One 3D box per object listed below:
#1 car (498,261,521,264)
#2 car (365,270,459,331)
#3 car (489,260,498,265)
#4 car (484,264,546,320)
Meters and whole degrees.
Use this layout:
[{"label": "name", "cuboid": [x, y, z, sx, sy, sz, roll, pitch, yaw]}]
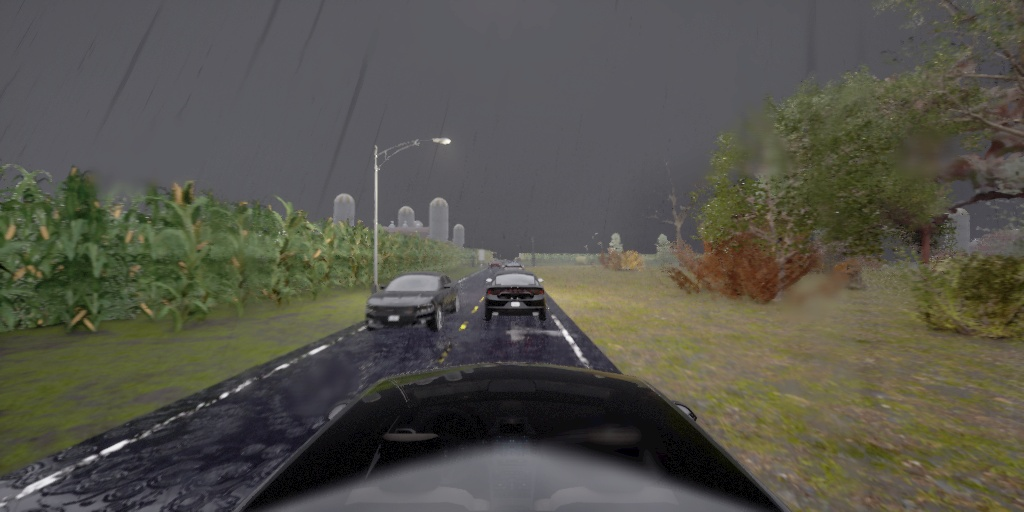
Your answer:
[{"label": "car", "cuboid": [0.106, 1.252, 32.546, 2.128, 1.511, 4.902, 0, 0, 0]}, {"label": "car", "cuboid": [-2.848, 1.229, 11.157, 1.882, 1.535, 5.008, 0, 0, 0]}, {"label": "car", "cuboid": [-2.744, 1.391, 59.716, 1.895, 1.301, 4.718, 0, 0, 0]}, {"label": "car", "cuboid": [0.102, 1.229, 12.715, 1.882, 1.535, 5.008, 0, 0, 0]}]
